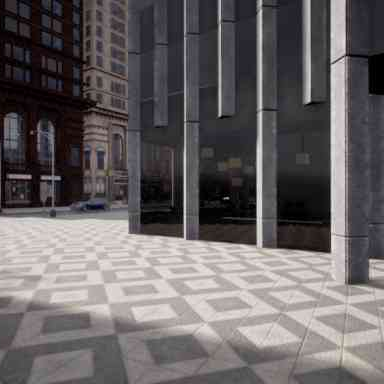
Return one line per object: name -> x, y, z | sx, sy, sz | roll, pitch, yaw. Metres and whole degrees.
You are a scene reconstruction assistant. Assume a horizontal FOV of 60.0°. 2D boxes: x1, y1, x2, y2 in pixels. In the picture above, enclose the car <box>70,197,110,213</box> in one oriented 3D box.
car -> -11.945, 1.432, 38.970 | 2.097, 1.767, 4.553 | 0, 0, 36
